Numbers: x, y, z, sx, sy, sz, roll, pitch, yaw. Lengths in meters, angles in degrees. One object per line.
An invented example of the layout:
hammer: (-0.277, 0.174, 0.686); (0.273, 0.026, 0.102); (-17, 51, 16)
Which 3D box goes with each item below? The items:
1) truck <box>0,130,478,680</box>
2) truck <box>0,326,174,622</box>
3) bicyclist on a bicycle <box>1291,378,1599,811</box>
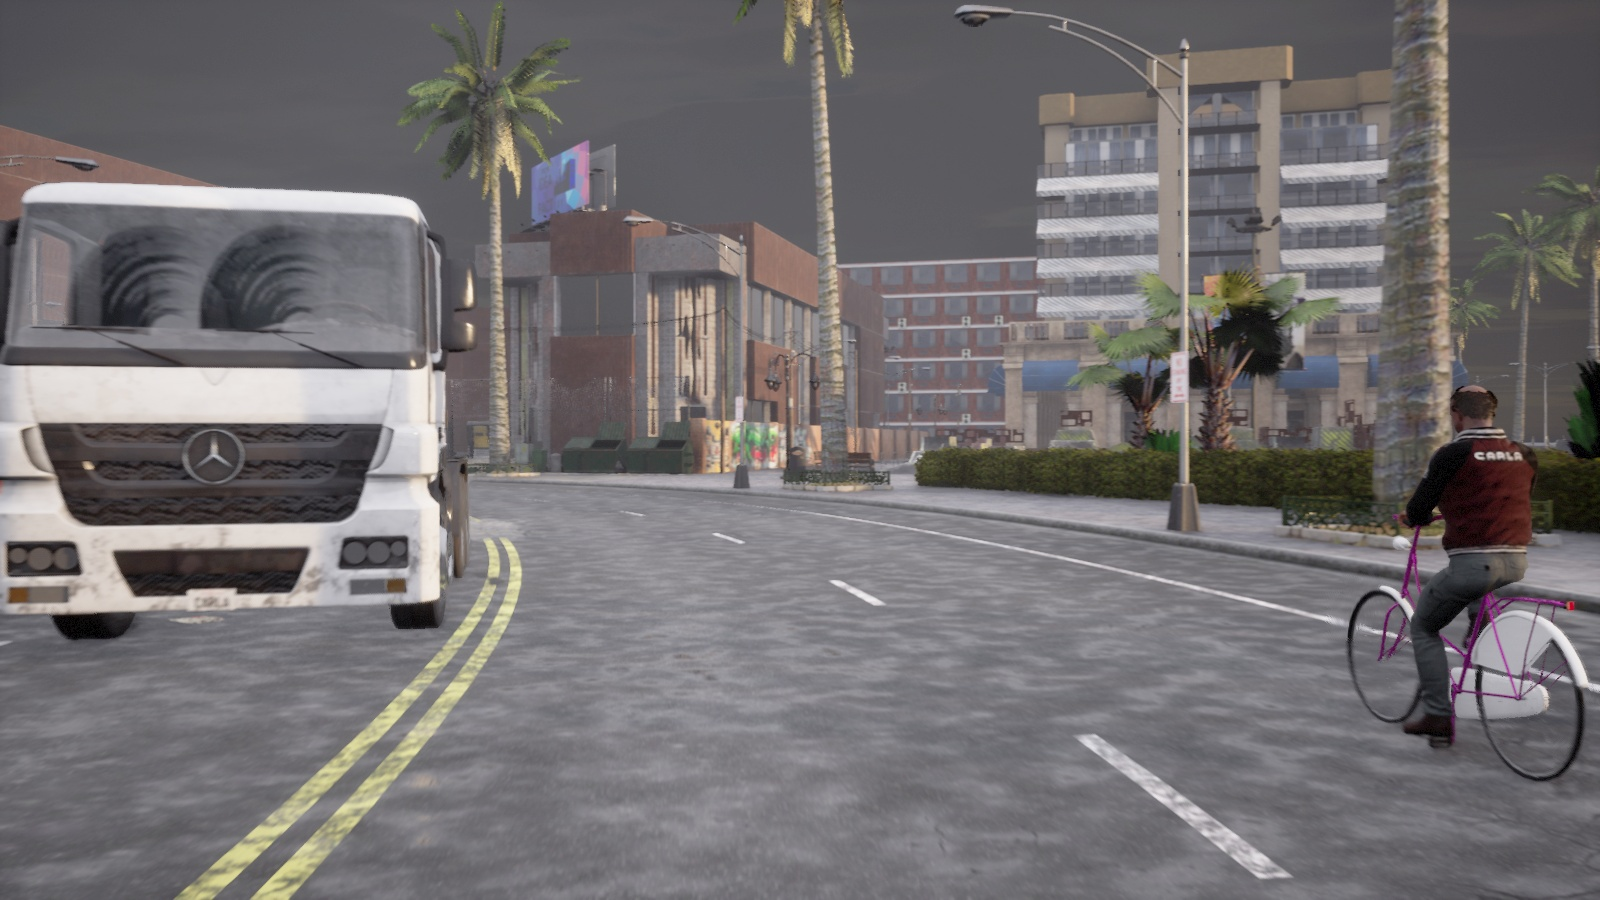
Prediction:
truck: (-4.724, -0.304, 12.047); (2.891, 3.462, 7.936); (0, 0, -12)
truck: (-8.452, 0.187, 12.728); (2.627, 2.467, 5.204); (0, 0, -13)
bicyclist on a bicycle: (3.144, 0.583, 6.092); (0.659, 1.776, 1.843); (0, 1, -5)
